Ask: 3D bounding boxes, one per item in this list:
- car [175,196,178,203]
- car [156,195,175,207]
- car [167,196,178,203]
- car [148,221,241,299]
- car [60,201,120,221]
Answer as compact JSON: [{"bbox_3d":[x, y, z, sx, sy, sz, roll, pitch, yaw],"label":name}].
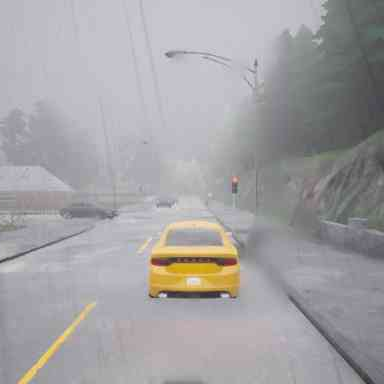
[{"bbox_3d":[-4.035,1.564,58.817,1.994,1.385,4.181,0,0,0],"label":"car"},{"bbox_3d":[-4.060,1.352,49.499,2.097,1.767,4.553,0,0,0],"label":"car"},{"bbox_3d":[-3.956,1.564,68.827,1.994,1.385,4.181,0,0,0],"label":"car"},{"bbox_3d":[0.059,1.478,8.532,1.882,1.535,5.008,0,0,1],"label":"car"},{"bbox_3d":[-8.245,1.507,26.874,4.892,1.490,1.837,-1,-2,16],"label":"car"}]
